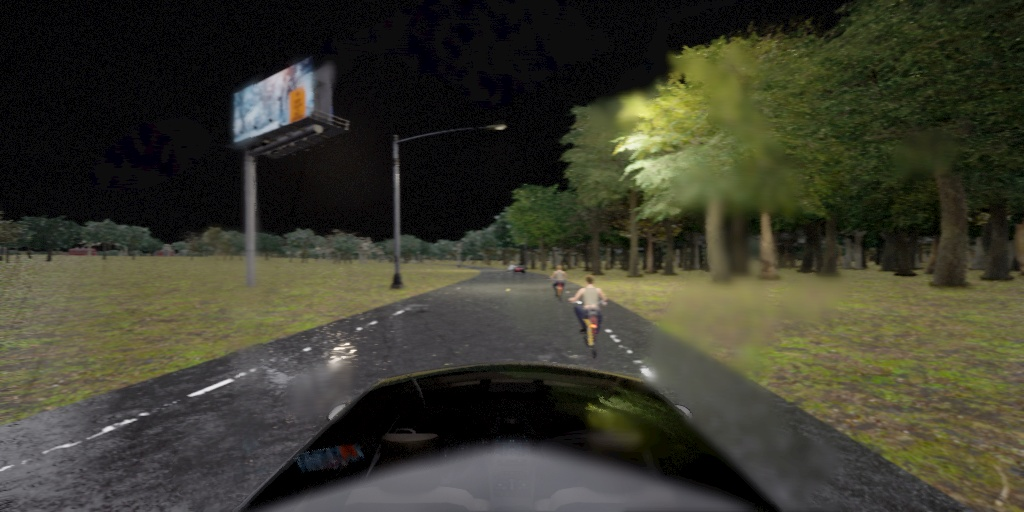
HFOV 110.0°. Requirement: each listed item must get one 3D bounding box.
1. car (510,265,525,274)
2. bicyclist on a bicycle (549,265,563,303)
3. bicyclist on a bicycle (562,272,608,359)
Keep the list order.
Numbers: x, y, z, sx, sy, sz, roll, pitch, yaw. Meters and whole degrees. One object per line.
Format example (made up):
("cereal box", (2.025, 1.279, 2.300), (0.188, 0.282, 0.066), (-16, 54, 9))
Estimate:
("car", (1.184, 2.271, 62.417), (1.837, 1.490, 4.892), (-1, -1, -3))
("bicyclist on a bicycle", (2.091, 1.212, 15.866), (0.866, 1.612, 1.509), (-1, -1, 4))
("bicyclist on a bicycle", (1.593, 1.175, 7.387), (0.866, 1.612, 1.509), (-1, 0, 4))
